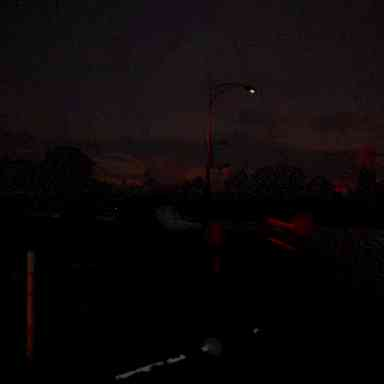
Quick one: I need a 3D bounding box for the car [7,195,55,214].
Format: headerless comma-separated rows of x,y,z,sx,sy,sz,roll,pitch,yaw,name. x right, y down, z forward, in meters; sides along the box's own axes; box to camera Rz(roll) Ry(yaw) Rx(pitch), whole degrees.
-14.108,1.007,29.118,5.008,1.535,1.882,1,0,32,car

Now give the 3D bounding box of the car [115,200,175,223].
-3.210,1.266,22.564,4.181,1.385,1.994,1,0,30,car
